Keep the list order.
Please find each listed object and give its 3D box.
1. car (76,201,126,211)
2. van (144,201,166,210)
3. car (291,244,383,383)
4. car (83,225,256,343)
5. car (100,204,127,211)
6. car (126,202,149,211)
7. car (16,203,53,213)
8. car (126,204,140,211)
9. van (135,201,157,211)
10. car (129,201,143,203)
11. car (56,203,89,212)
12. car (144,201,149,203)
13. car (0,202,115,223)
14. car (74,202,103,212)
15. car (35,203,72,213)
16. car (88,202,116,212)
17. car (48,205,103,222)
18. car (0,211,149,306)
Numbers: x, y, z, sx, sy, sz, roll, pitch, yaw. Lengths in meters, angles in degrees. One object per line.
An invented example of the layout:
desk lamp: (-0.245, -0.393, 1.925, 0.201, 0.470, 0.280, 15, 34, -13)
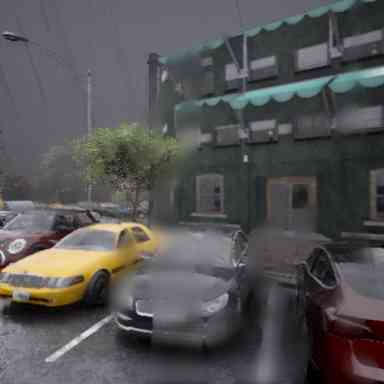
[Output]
car: (-11.062, 2.118, 38.698, 5.566, 2.045, 2.435, 2, -1, 15)
van: (-8.279, 3.089, 74.442, 4.442, 1.987, 1.878, 0, -2, 15)
car: (2.648, 1.517, 5.081, 2.163, 1.488, 4.792, 0, -1, 16)
car: (0.233, 1.485, 6.775, 2.231, 1.521, 4.892, 1, -1, 16)
car: (-15.163, 2.993, 64.672, 4.674, 1.452, 2.002, 0, -2, 15)
car: (-7.637, 2.563, 43.643, 5.008, 1.535, 2.097, 1, -1, 15)
car: (-24.340, 2.464, 51.415, 4.892, 1.521, 2.231, 0, -2, 15)
car: (-9.372, 2.508, 41.165, 4.674, 1.452, 2.002, 1, -1, 15)
van: (-9.971, 2.999, 71.992, 4.442, 1.987, 1.878, 0, -2, 15)
car: (-13.496, 2.792, 67.130, 5.566, 2.045, 2.435, 0, -2, 15)
car: (-20.452, 2.699, 56.988, 4.792, 1.488, 2.163, 0, -2, 15)
car: (-4.222, 2.619, 48.600, 4.553, 1.767, 2.185, 1, -1, 15)
car: (-4.570, 1.352, 10.236, 2.185, 1.767, 4.553, 1, -1, 16)
car: (-18.578, 2.647, 59.793, 4.553, 1.767, 2.185, 0, -2, 15)
car: (-22.593, 2.563, 54.247, 5.366, 1.575, 1.946, 0, -2, 15)
car: (-16.825, 2.737, 62.215, 4.553, 1.767, 2.185, 0, -2, 15)
car: (-12.647, 2.264, 36.170, 5.366, 1.575, 1.946, 2, -1, 15)
car: (-2.214, 1.475, 8.308, 1.946, 1.575, 5.366, 1, -1, 15)
